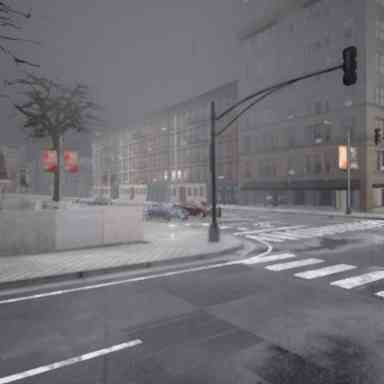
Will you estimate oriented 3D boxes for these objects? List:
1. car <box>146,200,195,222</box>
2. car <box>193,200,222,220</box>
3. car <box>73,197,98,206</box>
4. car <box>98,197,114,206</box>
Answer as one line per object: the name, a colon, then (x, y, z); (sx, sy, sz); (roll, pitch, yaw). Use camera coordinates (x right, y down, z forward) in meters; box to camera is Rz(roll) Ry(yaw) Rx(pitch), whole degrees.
car: (-2.068, 1.550, 26.877); (1.812, 1.442, 4.674); (-1, 1, -35)
car: (0.510, 1.462, 28.825); (1.882, 1.535, 5.008); (-1, 1, -35)
car: (-14.710, 1.539, 44.877); (1.812, 1.442, 4.674); (-1, 0, -35)
car: (-12.816, 1.479, 47.849); (1.837, 1.490, 4.892); (-1, 0, -35)
